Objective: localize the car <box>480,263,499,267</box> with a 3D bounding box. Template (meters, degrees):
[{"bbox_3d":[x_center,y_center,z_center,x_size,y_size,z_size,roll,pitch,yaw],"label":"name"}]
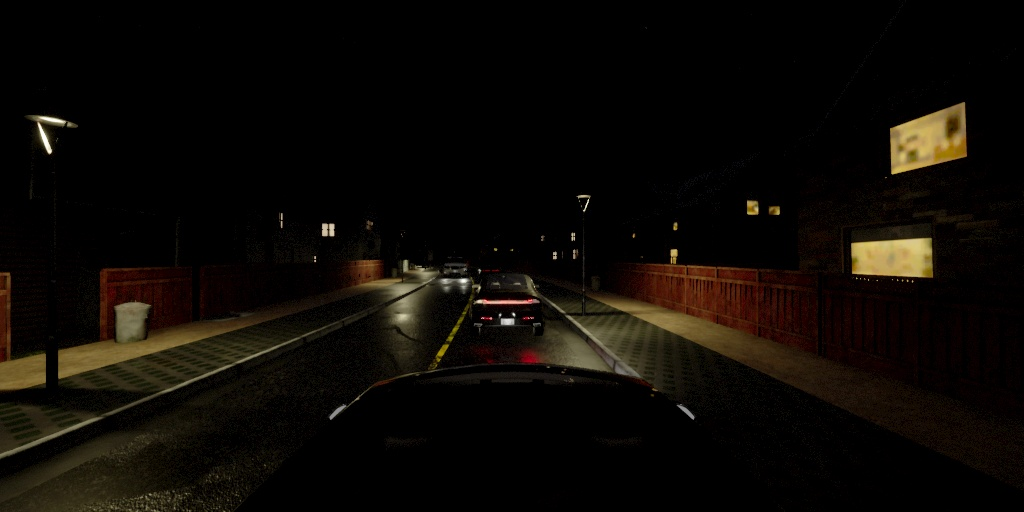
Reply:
[{"bbox_3d":[-1.951,1.327,30.565,1.837,1.490,4.892,0,0,-7],"label":"car"}]

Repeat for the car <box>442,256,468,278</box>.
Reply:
[{"bbox_3d":[-5.627,1.059,35.409,2.150,2.045,5.566,0,0,-9],"label":"car"}]

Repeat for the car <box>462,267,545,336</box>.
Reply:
[{"bbox_3d":[-0.173,1.249,10.382,2.128,1.511,4.902,0,0,-2],"label":"car"}]
